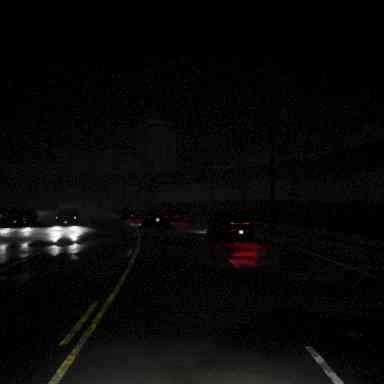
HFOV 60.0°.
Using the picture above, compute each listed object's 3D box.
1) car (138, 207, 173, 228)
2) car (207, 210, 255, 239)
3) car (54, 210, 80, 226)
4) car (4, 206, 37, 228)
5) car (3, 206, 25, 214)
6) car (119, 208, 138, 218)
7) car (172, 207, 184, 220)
[{"bbox_3d":[-3.036,2.138,27.138,1.994,1.385,4.181,0,-2,-13],"label":"car"},{"bbox_3d":[2.122,1.825,19.157,1.837,1.490,4.892,1,-2,-8],"label":"car"},{"bbox_3d":[-11.067,2.273,29.682,1.895,1.301,4.718,0,-2,-16],"label":"car"},{"bbox_3d":[-14.180,2.118,27.734,1.837,1.490,4.892,1,-2,-16],"label":"car"},{"bbox_3d":[-34.208,3.452,63.861,4.181,1.385,1.994,-2,-2,33],"label":"car"},{"bbox_3d":[-8.233,2.694,43.111,1.895,1.301,4.718,0,-2,-23],"label":"car"},{"bbox_3d":[-2.263,2.379,37.177,2.128,1.511,4.902,0,-2,-18],"label":"car"}]
